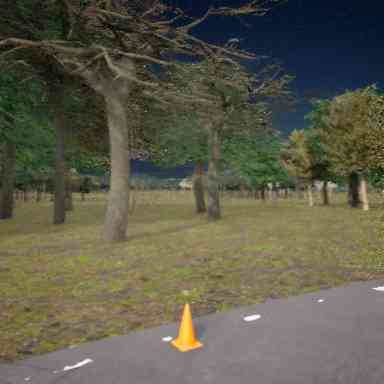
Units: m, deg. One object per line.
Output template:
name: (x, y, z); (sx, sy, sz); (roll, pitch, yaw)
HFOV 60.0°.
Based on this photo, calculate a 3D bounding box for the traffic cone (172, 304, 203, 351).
traffic cone: (-0.068, 1.924, 4.845); (0.340, 0.580, 0.340); (0, 0, -32)

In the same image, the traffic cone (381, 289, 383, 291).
traffic cone: (4.472, 1.930, 7.415); (0.340, 0.580, 0.340); (0, 1, -27)
